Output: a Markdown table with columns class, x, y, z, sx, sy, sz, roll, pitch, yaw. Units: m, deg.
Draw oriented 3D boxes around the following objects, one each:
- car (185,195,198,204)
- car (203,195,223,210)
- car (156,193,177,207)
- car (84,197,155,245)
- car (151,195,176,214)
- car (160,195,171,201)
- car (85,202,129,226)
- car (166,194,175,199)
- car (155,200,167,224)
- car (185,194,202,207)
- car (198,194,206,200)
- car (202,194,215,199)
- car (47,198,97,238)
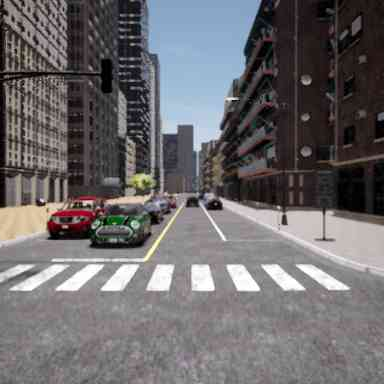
| class | x | y | z | sx | sy | sz | roll | pitch | yaw |
| --- | --- | --- | --- | --- | --- | --- | --- | --- | --- |
| car | -0.020 | 1.262 | 57.032 | 2.128 | 1.511 | 4.902 | 0 | 0 | 0 |
| car | 2.675 | 1.399 | 39.549 | 1.947 | 1.339 | 4.313 | 0 | 0 | 0 |
| car | -3.058 | 1.171 | 43.244 | 2.097 | 1.767 | 4.553 | 0 | 0 | 0 |
| car | -3.077 | 1.285 | 15.143 | 2.097 | 1.767 | 4.553 | 0 | 0 | -1 |
| car | -3.101 | 1.348 | 33.440 | 2.128 | 1.511 | 4.902 | 0 | 0 | 0 |
| car | -5.717 | 1.271 | 72.684 | 2.008 | 1.369 | 4.403 | 0 | 0 | 0 |
| car | -5.700 | 1.466 | 22.978 | 1.947 | 1.339 | 4.313 | 0 | 0 | 0 |
| car | -5.723 | 1.237 | 89.252 | 1.947 | 1.339 | 4.313 | 0 | 0 | 0 |
| car | -3.107 | 1.496 | 24.128 | 1.895 | 1.301 | 4.718 | 0 | 0 | 0 |
| car | 0.085 | 1.311 | 46.726 | 1.837 | 1.490 | 4.892 | 0 | 0 | 0 |
| car | 2.328 | 1.204 | 79.585 | 1.837 | 1.490 | 4.892 | 0 | 0 | 0 |
| car | 2.673 | 1.337 | 45.242 | 1.752 | 1.417 | 4.829 | 0 | 0 | 0 |
| car | -5.698 | 1.238 | 17.454 | 2.192 | 1.841 | 5.009 | 0 | 0 | 0 |
